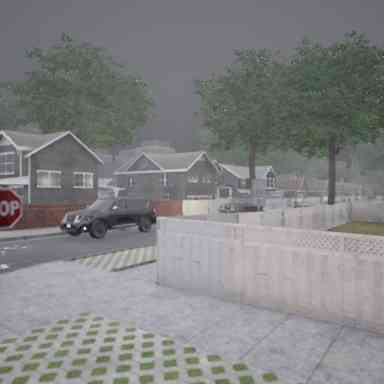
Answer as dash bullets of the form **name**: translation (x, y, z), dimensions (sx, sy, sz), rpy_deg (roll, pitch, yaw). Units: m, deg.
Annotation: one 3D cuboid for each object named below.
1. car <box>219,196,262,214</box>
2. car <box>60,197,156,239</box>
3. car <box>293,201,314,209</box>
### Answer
- **car**: translation (4.616, 1.385, 30.835), dimensions (2.150, 2.045, 5.566), rpy_deg (0, 0, 36)
- **car**: translation (-4.338, 1.291, 18.284), dimensions (2.150, 2.045, 5.566), rpy_deg (0, 0, 36)
- **car**: translation (15.405, 1.892, 45.796), dimensions (1.994, 1.385, 4.181), rpy_deg (0, 0, 35)
